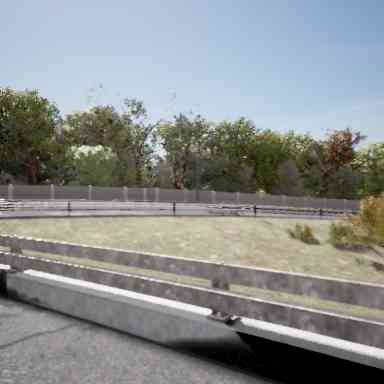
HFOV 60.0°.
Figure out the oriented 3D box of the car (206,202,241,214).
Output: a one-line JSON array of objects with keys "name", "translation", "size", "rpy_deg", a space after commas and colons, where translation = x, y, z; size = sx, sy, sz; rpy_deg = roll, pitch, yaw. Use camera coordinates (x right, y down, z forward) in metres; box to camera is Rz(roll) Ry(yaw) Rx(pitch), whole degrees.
[{"name": "car", "translation": [4.165, 2.114, 44.014], "size": [5.008, 1.535, 1.882], "rpy_deg": [3, -1, -25]}]
